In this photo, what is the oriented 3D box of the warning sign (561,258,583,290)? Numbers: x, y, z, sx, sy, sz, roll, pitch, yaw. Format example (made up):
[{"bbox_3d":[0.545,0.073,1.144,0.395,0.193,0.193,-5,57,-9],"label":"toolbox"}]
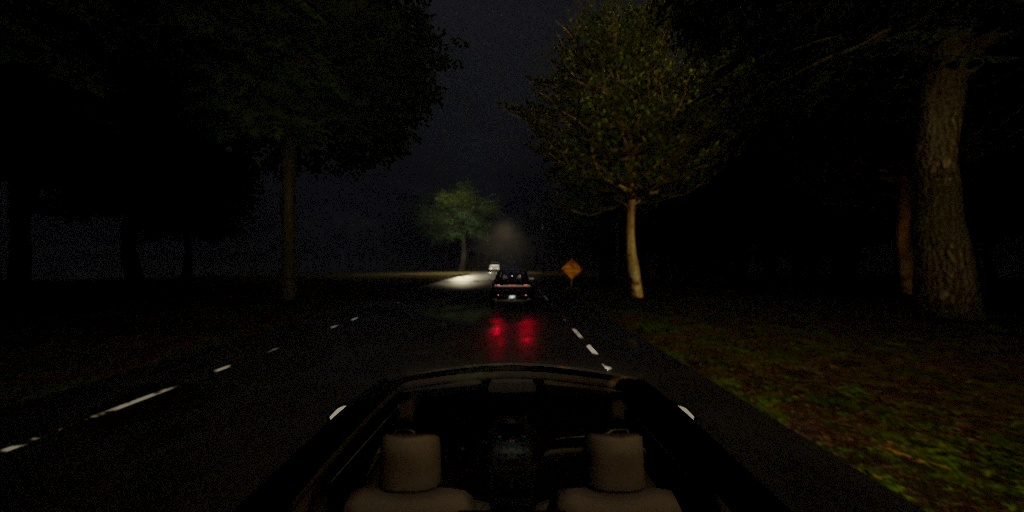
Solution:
[{"bbox_3d":[3.554,1.056,21.399,1.300,1.860,1.060,0,0,0],"label":"warning sign"}]

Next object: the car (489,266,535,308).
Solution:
[{"bbox_3d":[0.006,1.379,16.147,2.128,1.511,4.902,0,-1,0],"label":"car"}]
